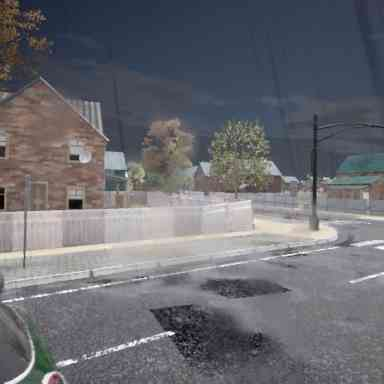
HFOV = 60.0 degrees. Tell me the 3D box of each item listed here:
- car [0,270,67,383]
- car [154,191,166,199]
[{"bbox_3d":[-2.933,1.350,1.474,4.553,1.767,2.097,0,0,-35],"label":"car"},{"bbox_3d":[-6.196,0.640,61.715,1.812,1.442,4.674,1,1,-20],"label":"car"}]
